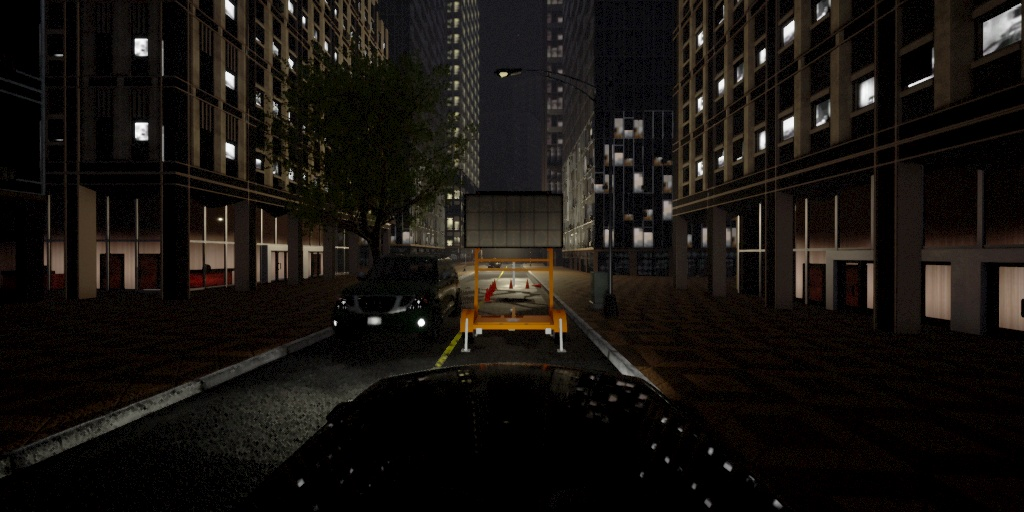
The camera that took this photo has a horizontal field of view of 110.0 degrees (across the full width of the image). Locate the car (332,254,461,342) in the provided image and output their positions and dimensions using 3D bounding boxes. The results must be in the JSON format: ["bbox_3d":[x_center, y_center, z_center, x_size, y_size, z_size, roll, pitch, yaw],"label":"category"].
[{"bbox_3d":[-2.801,0.971,10.098,2.150,2.045,5.566,0,0,0],"label":"car"}]

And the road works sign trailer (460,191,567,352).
[{"bbox_3d":[0.042,0.214,8.893,2.380,3.560,2.880,0,0,0],"label":"road works sign trailer"}]

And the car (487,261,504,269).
[{"bbox_3d":[-2.575,1.303,52.617,1.837,1.490,4.892,0,0,0],"label":"car"}]
